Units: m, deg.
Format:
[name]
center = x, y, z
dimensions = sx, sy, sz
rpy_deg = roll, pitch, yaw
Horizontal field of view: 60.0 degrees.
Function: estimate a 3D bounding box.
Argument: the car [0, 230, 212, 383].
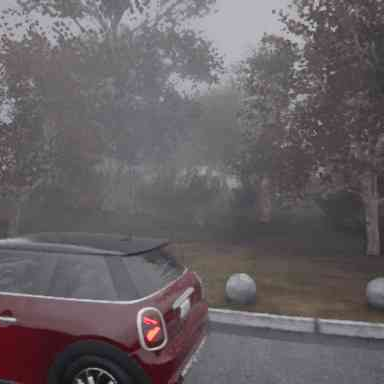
[car]
center = -2.104, 1.344, 4.468
dimensions = 4.553, 1.767, 2.097
rpy_deg = 0, 0, 17
